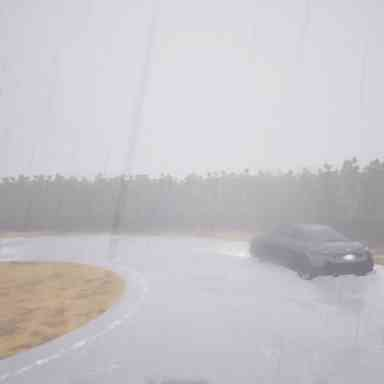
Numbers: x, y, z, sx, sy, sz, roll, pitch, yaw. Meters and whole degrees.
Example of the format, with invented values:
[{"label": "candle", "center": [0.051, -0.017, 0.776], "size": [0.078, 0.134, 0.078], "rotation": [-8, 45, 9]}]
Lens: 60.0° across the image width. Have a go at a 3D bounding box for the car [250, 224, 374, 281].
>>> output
[{"label": "car", "center": [3.470, 1.685, 10.462], "size": [1.994, 1.385, 4.181], "rotation": [0, -1, -16]}]
